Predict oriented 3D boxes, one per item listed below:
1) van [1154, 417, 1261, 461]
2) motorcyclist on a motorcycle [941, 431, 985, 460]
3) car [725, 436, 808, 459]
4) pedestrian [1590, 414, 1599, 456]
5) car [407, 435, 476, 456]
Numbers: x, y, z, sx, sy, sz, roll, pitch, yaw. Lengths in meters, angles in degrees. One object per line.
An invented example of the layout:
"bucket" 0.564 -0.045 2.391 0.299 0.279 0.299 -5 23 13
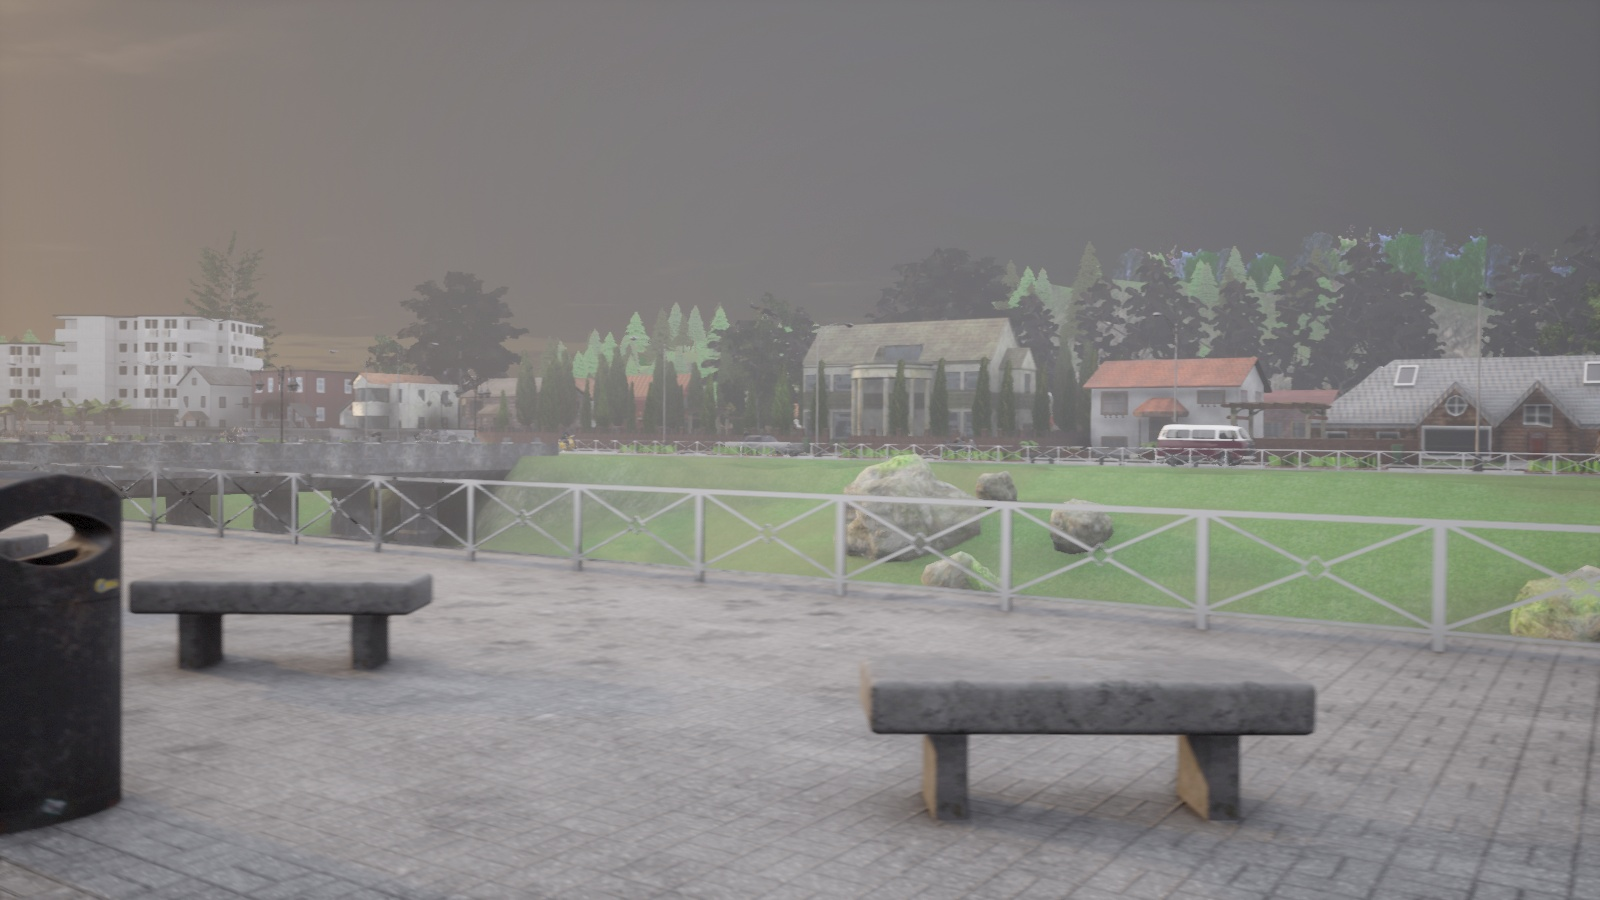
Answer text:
"van" 19.584 -0.547 60.427 4.480 2.038 2.069 0 1 34
"motorcyclist on a motorcycle" 8.770 -0.236 67.621 2.191 1.530 0.866 0 1 34
"car" -2.017 -0.171 74.793 4.718 1.301 1.895 0 1 34
"pedestrian" 37.605 -0.703 58.865 0.873 1.952 0.659 0 1 39
"car" -25.909 -0.315 90.670 4.902 1.511 2.128 0 1 34
